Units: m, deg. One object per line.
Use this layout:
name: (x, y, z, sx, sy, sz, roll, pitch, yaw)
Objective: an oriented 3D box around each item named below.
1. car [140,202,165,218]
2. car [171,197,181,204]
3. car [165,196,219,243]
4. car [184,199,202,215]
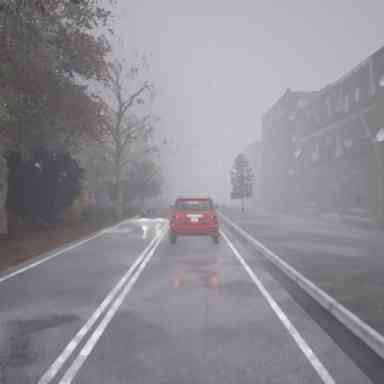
car: (-3.343, 1.545, 29.400, 1.994, 1.385, 4.181, 0, 0, 0)
car: (-3.348, 1.781, 69.751, 1.812, 1.442, 4.674, 0, -1, 0)
car: (0.104, 1.213, 16.185, 2.150, 2.045, 5.566, 0, 0, 0)
car: (0.099, 1.504, 34.358, 1.812, 1.442, 4.674, 0, 0, 0)
